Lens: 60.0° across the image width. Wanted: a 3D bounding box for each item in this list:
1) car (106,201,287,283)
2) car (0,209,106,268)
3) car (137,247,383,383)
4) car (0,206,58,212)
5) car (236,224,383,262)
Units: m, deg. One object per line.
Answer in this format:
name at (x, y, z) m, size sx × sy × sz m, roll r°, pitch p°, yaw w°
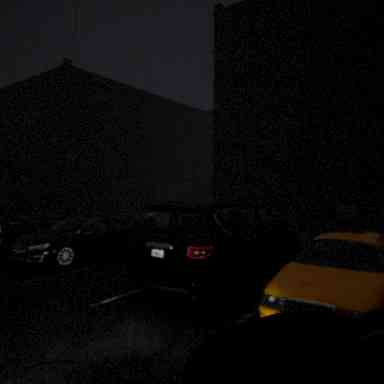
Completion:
car at (0.916, 1.230, 8.335) m, size 2.435 × 2.045 × 5.566 m, roll 0°, pitch 0°, yaw 35°
car at (-3.587, 1.484, 11.518) m, size 2.231 × 1.521 × 4.892 m, roll 0°, pitch 0°, yaw 35°
car at (2.182, 1.477, 1.822) m, size 5.008 × 1.535 × 1.882 m, roll 0°, pitch 0°, yaw 35°
car at (-5.858, 1.354, 13.091) m, size 2.185 × 1.767 × 4.553 m, roll 0°, pitch 0°, yaw 35°
car at (3.037, 1.478, 6.560) m, size 1.946 × 1.575 × 5.366 m, roll 0°, pitch 0°, yaw 35°
